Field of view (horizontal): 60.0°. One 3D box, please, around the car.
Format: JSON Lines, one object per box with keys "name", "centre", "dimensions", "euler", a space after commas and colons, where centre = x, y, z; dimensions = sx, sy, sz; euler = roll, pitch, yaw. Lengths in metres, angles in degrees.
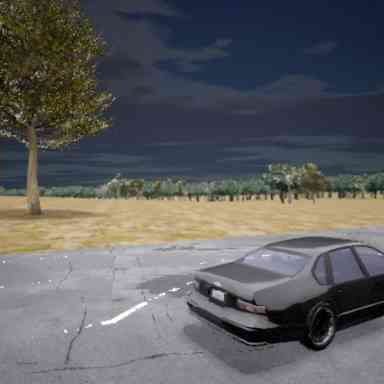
{"name": "car", "centre": [2.508, 1.571, 6.163], "dimensions": [5.357, 1.411, 2.033], "euler": [1, -1, -32]}
